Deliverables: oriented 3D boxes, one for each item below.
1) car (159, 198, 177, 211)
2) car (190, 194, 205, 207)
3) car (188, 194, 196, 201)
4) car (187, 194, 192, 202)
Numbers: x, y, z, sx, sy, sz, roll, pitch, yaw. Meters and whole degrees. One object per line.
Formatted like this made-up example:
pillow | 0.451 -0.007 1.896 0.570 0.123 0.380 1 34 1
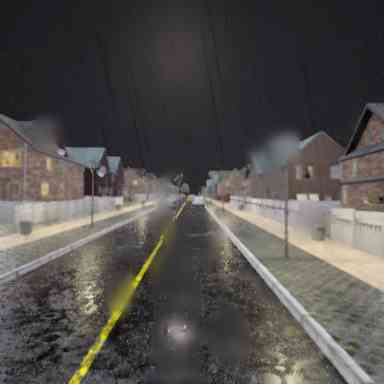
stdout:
car | -2.852 1.470 40.263 1.812 1.442 4.674 0 0 0
car | 0.947 1.468 50.435 1.812 1.442 4.674 0 0 0
car | -0.025 1.366 84.222 1.837 1.490 4.892 0 0 0
car | -0.021 1.339 69.122 1.882 1.535 5.008 0 0 0
